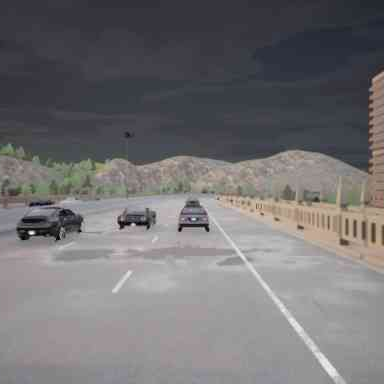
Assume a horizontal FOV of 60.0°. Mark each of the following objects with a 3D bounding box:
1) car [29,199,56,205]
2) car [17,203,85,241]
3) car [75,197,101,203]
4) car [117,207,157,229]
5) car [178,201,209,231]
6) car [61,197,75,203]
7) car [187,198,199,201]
[{"bbox_3d":[-21.019,1.605,46.748,1.895,1.301,4.718,0,0,0],"label":"car"},{"bbox_3d":[-6.900,1.506,16.742,1.837,1.490,4.892,0,0,0],"label":"car"},{"bbox_3d":[-14.023,1.496,46.418,2.128,1.511,4.902,0,0,0],"label":"car"},{"bbox_3d":[-3.400,1.602,21.490,1.895,1.301,4.718,0,0,0],"label":"car"},{"bbox_3d":[0.100,1.549,20.794,2.033,1.411,5.357,0,0,0],"label":"car"},{"bbox_3d":[-17.514,1.529,48.423,1.812,1.442,4.674,0,0,0],"label":"car"},{"bbox_3d":[0.100,1.507,42.643,1.837,1.490,4.892,0,0,0],"label":"car"}]
